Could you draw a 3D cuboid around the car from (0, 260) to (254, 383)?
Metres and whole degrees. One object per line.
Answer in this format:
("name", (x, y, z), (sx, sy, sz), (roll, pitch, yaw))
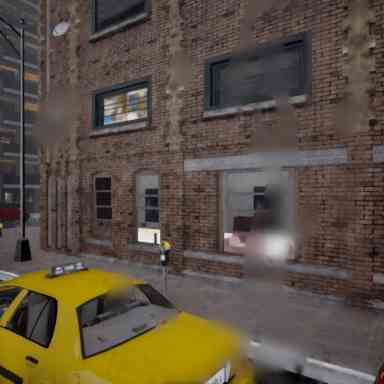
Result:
("car", (-1.681, 1.525, 4.077), (4.829, 1.417, 1.752), (0, 0, 36))

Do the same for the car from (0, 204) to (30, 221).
("car", (-17.415, 1.837, 29.982), (1.752, 1.417, 4.829), (-1, -2, 35))

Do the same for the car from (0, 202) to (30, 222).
("car", (-15.976, 1.635, 27.497), (2.097, 1.767, 4.553), (0, -1, 35))

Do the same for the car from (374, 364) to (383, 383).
("car", (3.083, 1.315, 0.678), (5.009, 1.841, 2.192), (0, 0, 36))
